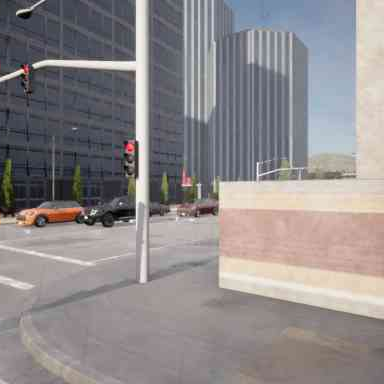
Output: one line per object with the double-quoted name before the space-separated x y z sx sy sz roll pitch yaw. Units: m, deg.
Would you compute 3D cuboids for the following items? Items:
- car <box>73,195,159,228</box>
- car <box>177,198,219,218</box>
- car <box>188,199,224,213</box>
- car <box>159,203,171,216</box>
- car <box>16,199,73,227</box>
"car" -5.170 1.277 23.539 2.150 2.045 5.566 0 0 36
"car" 0.561 1.407 31.507 2.097 1.767 4.553 0 0 36
"car" 1.730 1.560 39.116 1.837 1.490 4.892 0 0 36
"car" -4.198 1.603 30.887 2.033 1.411 5.357 0 0 36
"car" -9.725 1.407 23.194 2.097 1.767 4.553 0 0 36
